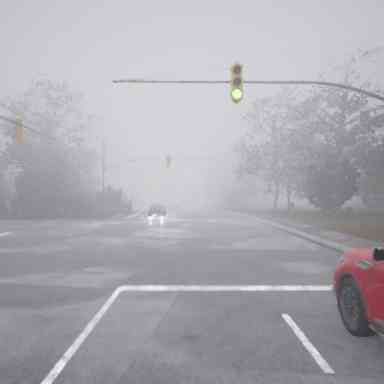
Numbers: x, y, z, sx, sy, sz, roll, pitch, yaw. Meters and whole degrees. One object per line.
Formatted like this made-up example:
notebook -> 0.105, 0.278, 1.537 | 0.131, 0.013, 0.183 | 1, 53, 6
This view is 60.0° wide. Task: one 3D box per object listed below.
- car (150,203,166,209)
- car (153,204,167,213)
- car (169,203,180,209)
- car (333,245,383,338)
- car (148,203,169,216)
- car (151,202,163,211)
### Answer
car -> -8.165, 3.327, 78.673 | 2.033, 1.411, 5.357 | 0, -2, -25
car -> -4.784, 2.392, 48.862 | 1.895, 1.301, 4.718 | 0, -2, -7
car -> -4.455, 3.239, 78.804 | 1.882, 1.535, 5.008 | 0, -2, -22
car -> 3.602, 1.269, 3.628 | 2.150, 2.045, 5.566 | 0, 0, 0
car -> -4.042, 2.097, 38.949 | 1.994, 1.385, 4.181 | 0, -1, -3
car -> -6.298, 2.618, 59.412 | 1.882, 1.535, 5.008 | 0, -2, -10
